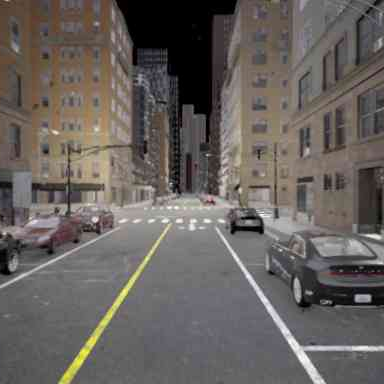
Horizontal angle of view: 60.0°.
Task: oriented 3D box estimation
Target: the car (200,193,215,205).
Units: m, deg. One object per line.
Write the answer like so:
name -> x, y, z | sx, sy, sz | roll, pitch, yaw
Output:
car -> 2.876, 1.398, 55.826 | 1.967, 1.590, 4.097 | 0, 0, 0

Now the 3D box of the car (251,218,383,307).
car -> 2.854, 1.540, 7.734 | 2.008, 1.369, 4.403 | 0, 0, 0

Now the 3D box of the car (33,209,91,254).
car -> -5.673, 1.564, 13.233 | 1.802, 1.307, 4.206 | 0, 0, 0

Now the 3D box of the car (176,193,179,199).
car -> -5.591, 1.326, 93.698 | 2.192, 1.841, 5.009 | 0, 0, 0

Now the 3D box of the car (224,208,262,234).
car -> 2.852, 1.540, 18.736 | 1.947, 1.339, 4.313 | 0, 0, 0

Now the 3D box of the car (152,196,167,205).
car -> -5.649, 1.540, 55.838 | 1.802, 1.307, 4.206 | 0, 0, 0

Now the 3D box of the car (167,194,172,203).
car -> -5.631, 1.514, 66.654 | 2.008, 1.369, 4.403 | 0, 0, 0

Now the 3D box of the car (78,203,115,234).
car -> -5.674, 1.415, 18.735 | 1.967, 1.590, 4.097 | 0, 0, 0

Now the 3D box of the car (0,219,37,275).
car -> -5.671, 1.555, 7.732 | 1.947, 1.339, 4.313 | 0, 0, 0

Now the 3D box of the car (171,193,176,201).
car -> -5.607, 1.510, 82.710 | 1.752, 1.417, 4.829 | 0, 0, 0
